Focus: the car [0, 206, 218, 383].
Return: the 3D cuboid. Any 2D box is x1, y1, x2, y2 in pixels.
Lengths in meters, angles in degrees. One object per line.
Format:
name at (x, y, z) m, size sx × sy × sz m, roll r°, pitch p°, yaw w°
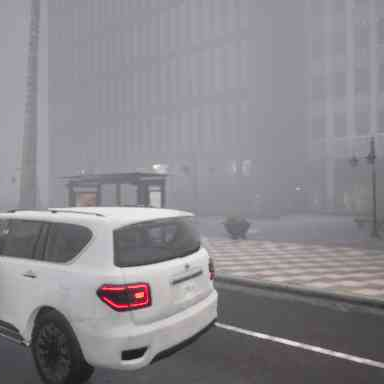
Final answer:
car at (-2.250, 1.265, 5.503) m, size 5.566 × 2.045 × 2.150 m, roll -1°, pitch 0°, yaw 35°
